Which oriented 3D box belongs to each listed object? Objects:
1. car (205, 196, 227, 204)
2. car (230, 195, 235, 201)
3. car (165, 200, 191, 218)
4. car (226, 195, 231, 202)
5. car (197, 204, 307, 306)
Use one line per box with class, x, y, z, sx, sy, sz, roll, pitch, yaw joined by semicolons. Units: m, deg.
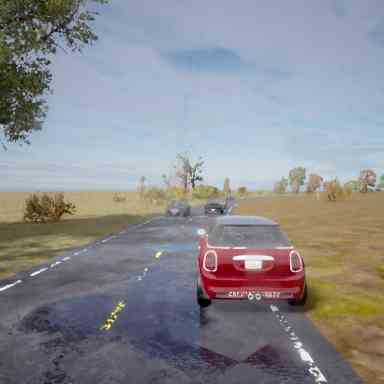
car;2.386;1.494;34.813;1.837;1.490;4.892;0;0;8
car;9.426;1.448;82.555;1.837;1.490;4.892;0;0;17
car;-1.195;1.484;30.223;2.128;1.511;4.902;0;0;6
car;3.718;1.527;44.896;2.033;1.411;5.357;0;0;11
car;1.197;1.351;8.221;2.097;1.767;4.553;0;0;2
